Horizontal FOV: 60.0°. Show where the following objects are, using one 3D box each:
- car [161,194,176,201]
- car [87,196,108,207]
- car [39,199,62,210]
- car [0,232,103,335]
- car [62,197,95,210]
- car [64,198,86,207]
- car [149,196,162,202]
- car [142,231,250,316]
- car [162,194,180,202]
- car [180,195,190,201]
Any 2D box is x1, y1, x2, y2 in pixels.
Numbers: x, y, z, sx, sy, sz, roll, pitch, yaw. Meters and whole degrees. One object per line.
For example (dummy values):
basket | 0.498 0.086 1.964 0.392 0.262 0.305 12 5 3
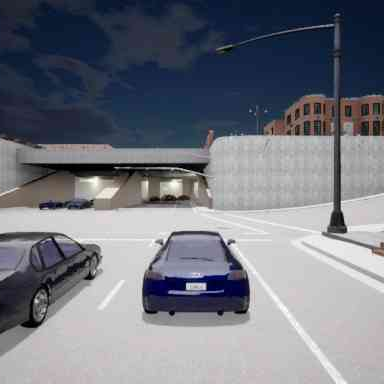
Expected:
car | -5.925 1.355 84.884 2.097 1.767 4.553 0 0 24
car | -15.016 1.491 53.286 2.128 1.511 4.902 0 0 -1
car | -18.287 1.601 43.661 1.895 1.301 4.718 0 0 -1
car | -3.424 1.547 6.917 2.033 1.411 5.357 0 0 0
car | -14.790 1.547 43.767 2.033 1.411 5.357 0 0 -1
car | -18.507 1.601 52.827 1.895 1.301 4.718 0 0 -1
car | -8.268 1.540 74.834 2.033 1.411 5.357 0 0 6
car | 0.078 1.564 7.614 1.994 1.385 4.181 0 0 0
car | -4.749 1.355 75.126 2.097 1.767 4.553 0 0 6
car | -2.119 1.524 84.921 1.812 1.442 4.674 0 0 28
